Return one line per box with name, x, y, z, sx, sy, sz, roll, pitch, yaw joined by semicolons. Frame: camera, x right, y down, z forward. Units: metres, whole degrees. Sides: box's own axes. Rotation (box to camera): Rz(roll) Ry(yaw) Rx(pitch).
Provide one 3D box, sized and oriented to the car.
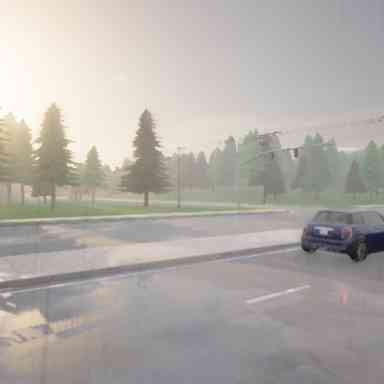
car;6.223;1.400;12.546;4.553;1.767;2.097;0;0;-35
